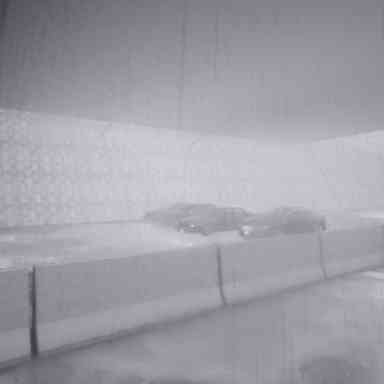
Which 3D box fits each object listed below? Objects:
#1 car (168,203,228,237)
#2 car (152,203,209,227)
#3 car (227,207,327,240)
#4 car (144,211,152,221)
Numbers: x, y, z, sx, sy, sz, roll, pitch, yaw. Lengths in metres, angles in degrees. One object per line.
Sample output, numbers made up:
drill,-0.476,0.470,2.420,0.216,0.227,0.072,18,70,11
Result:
car,1.667,1.522,18.068,5.357,1.411,2.033,0,0,-35
car,0.221,1.477,21.334,4.892,1.490,1.837,0,0,-35
car,4.342,1.467,15.676,4.902,1.511,2.128,0,0,-35
car,-0.874,1.516,24.851,5.357,1.411,2.033,0,0,-35
